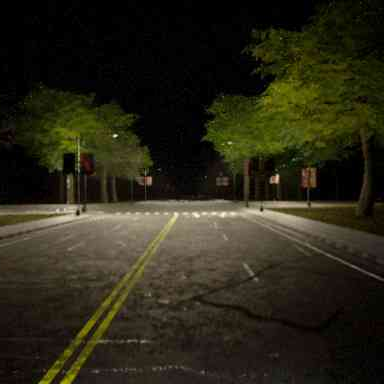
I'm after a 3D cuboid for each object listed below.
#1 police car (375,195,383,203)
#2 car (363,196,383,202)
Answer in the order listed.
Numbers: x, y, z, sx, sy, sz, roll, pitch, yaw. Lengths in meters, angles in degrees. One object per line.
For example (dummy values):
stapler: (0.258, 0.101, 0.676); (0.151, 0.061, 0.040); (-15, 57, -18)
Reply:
police car: (42.303, 1.480, 73.965); (5.238, 1.638, 1.930); (0, 0, -23)
car: (42.329, 1.599, 77.511); (4.181, 1.385, 1.994); (0, 0, -23)
